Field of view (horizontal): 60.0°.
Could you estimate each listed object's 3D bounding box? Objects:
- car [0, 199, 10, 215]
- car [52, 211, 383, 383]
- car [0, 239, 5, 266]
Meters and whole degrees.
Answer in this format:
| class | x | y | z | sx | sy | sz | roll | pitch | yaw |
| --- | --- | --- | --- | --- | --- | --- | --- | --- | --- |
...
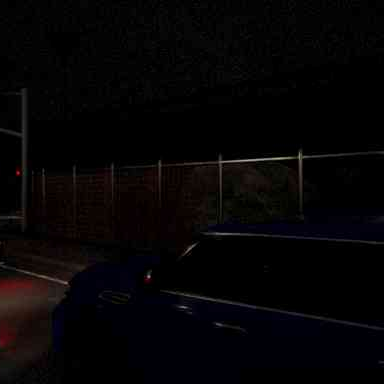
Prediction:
| class | x | y | z | sx | sy | sz | roll | pitch | yaw |
| --- | --- | --- | --- | --- | --- | --- | --- | --- | --- |
| car | -20.148 | 1.407 | 31.886 | 2.097 | 1.767 | 4.553 | 0 | 0 | 37 |
| car | 0.963 | 1.221 | 3.303 | 5.566 | 2.045 | 2.150 | 0 | 0 | 35 |
| car | -7.051 | 1.492 | 9.021 | 4.902 | 1.511 | 2.128 | 0 | 0 | 33 |
